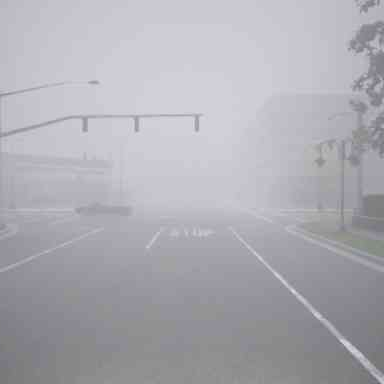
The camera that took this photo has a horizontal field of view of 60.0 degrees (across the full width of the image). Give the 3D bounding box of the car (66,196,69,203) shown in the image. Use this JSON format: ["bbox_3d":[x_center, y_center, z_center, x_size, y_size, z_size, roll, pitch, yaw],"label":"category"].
[{"bbox_3d":[-24.030,1.234,59.189,3.806,1.475,1.970,0,0,1],"label":"car"}]

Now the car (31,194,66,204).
[{"bbox_3d":[-23.313,1.094,53.438,4.611,1.667,2.242,0,0,1],"label":"car"}]

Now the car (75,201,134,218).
[{"bbox_3d":[-7.406,1.456,28.602,4.718,1.301,1.895,0,0,0],"label":"car"}]
